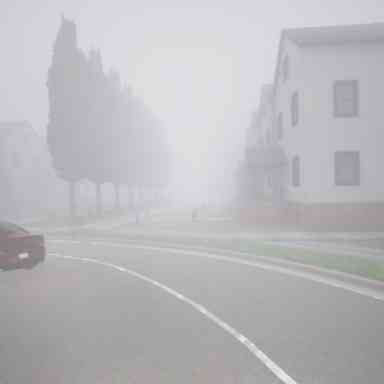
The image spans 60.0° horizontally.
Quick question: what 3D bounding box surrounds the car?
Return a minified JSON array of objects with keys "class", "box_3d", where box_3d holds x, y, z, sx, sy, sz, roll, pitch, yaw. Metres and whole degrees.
[{"class":"car","box_3d":[-6.670,1.594,10.119,5.008,1.535,1.882,-1,-1,29]}]
